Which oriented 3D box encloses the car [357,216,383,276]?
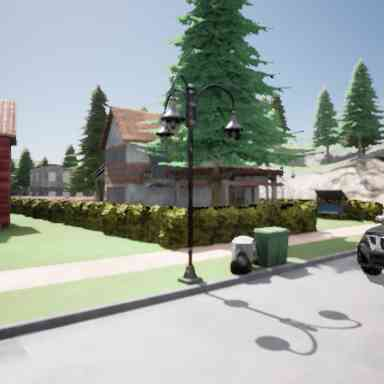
[{"bbox_3d":[6.935,1.275,9.584,5.566,2.045,2.150,0,0,-39],"label":"car"}]
